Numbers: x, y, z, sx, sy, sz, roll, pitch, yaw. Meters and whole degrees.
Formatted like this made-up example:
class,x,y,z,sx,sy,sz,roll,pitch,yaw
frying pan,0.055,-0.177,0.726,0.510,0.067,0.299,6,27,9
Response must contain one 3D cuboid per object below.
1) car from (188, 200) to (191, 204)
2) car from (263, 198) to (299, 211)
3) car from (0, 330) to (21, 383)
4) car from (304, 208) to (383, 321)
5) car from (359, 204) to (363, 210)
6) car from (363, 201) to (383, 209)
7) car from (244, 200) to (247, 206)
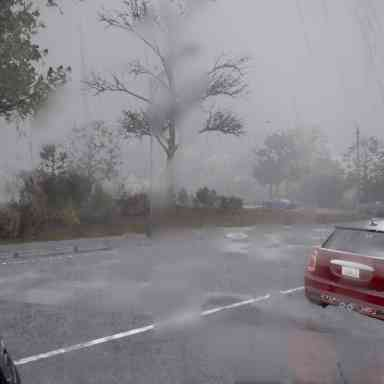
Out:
class,x,y,z,sx,sy,sz,roll,pitch,yaw
car,0.128,1.783,62.585,1.895,1.301,4.718,0,-1,-23
car,10.721,1.490,40.503,1.882,1.535,5.008,0,0,-28
car,-3.661,1.221,1.102,5.566,2.045,2.150,0,0,-35
car,4.396,1.352,6.747,4.553,1.767,2.097,0,0,-34
car,19.164,1.547,32.642,2.033,1.411,5.357,0,0,-32
car,16.481,1.547,26.990,2.033,1.411,5.357,0,0,0
car,7.211,1.597,55.223,1.837,1.490,4.892,0,0,-25
